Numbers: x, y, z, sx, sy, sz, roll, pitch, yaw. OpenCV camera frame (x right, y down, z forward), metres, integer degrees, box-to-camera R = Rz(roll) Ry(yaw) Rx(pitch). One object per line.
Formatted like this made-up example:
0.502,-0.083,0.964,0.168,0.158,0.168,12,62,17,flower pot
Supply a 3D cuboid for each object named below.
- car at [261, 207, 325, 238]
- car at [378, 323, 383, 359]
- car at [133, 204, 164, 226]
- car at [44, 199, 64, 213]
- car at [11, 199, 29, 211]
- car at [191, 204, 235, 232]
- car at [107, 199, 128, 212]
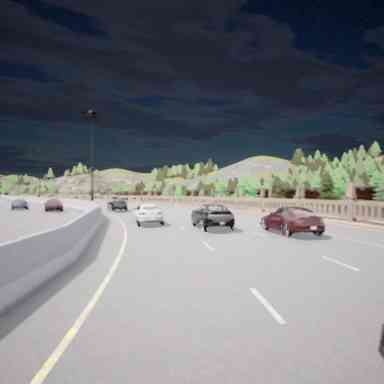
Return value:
5.281,1.525,17.781,1.812,1.442,4.674,0,0,-10,car
3.379,1.552,2.495,1.994,1.385,4.181,0,0,-2,car
-3.174,1.570,23.929,1.812,1.442,4.674,0,0,-14,car
-16.267,1.598,39.146,1.882,1.535,5.008,0,0,-26,car
-22.891,1.681,44.296,1.812,1.442,4.674,0,0,-30,car
1.179,1.512,20.619,2.128,1.511,4.902,0,0,-12,car
-9.318,1.583,41.183,2.128,1.511,4.902,0,0,-24,car
